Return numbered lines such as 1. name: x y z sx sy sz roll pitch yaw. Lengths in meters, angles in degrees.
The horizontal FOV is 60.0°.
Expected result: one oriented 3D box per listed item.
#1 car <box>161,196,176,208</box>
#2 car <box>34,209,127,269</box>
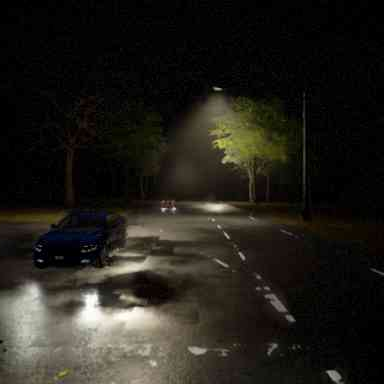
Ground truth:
1. car: -3.549 1.486 51.078 2.097 1.767 4.553 0 0 0
2. car: -3.495 1.399 11.273 1.882 1.535 5.008 1 2 0
